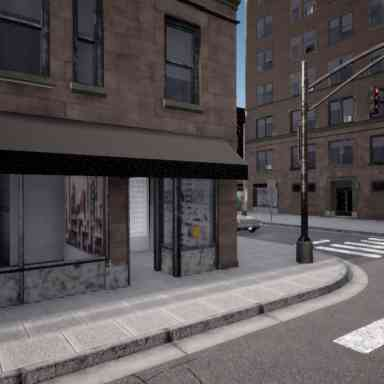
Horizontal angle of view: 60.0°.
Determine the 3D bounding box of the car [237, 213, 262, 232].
[{"bbox_3d":[1.775,1.593,19.247,1.895,1.301,4.718,0,0,-36],"label":"car"}]
